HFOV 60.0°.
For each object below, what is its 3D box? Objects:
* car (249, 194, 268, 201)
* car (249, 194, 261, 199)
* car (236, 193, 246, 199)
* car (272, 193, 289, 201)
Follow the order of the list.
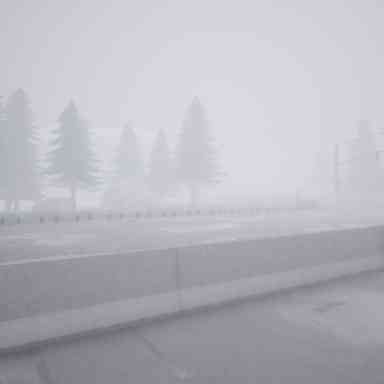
[{"bbox_3d":[14.539,1.115,70.678,2.128,1.511,4.902,0,0,-13],"label":"car"},{"bbox_3d":[16.154,1.104,85.242,1.895,1.301,4.718,0,0,-5],"label":"car"},{"bbox_3d":[12.583,1.054,86.187,2.033,1.411,5.357,0,0,-2],"label":"car"},{"bbox_3d":[18.440,1.084,69.488,1.837,1.490,4.892,0,0,-16],"label":"car"}]
